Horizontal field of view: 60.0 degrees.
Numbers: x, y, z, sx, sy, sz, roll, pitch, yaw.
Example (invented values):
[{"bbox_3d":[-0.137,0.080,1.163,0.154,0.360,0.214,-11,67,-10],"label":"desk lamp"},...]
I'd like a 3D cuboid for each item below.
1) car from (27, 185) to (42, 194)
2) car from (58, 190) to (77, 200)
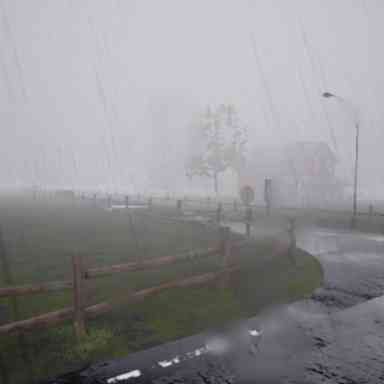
[{"bbox_3d":[-39.326,-0.690,83.948,2.150,2.045,5.566,1,1,-35],"label":"car"},{"bbox_3d":[-18.779,0.430,49.966,1.837,1.490,4.892,1,1,-35],"label":"car"}]
